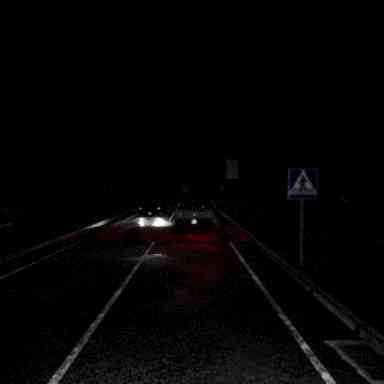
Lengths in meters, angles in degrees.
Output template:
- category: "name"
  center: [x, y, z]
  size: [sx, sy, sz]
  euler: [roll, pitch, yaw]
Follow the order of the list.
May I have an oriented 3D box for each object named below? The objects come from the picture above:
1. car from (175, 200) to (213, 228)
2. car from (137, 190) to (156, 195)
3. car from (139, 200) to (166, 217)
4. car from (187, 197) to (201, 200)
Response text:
- category: "car"
  center: [0.101, 1.246, 18.158]
  size: [1.895, 1.301, 4.718]
  euler: [0, -3, 0]
- category: "car"
  center: [-10.766, 0.236, 76.866]
  size: [5.008, 1.535, 1.882]
  euler: [1, 2, -32]
- category: "car"
  center: [-3.317, 1.346, 28.453]
  size: [1.895, 1.301, 4.718]
  euler: [0, 1, 0]
- category: "car"
  center: [0.170, 1.199, 36.335]
  size: [2.033, 1.411, 5.357]
  euler: [0, 1, 2]
